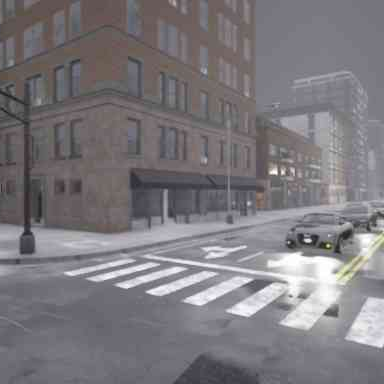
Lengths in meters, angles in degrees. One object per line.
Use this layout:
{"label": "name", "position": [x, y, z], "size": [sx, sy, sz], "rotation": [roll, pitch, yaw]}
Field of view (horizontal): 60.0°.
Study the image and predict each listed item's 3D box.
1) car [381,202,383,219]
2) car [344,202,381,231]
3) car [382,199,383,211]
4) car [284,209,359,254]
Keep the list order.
{"label": "car", "position": [16.391, 1.606, 29.454], "size": [2.033, 1.411, 5.357], "rotation": [0, 0, 36]}
{"label": "car", "position": [10.473, 1.548, 21.061], "size": [1.837, 1.490, 4.892], "rotation": [0, 0, 35]}
{"label": "car", "position": [25.067, 1.617, 41.631], "size": [1.812, 1.442, 4.674], "rotation": [0, -1, 35]}
{"label": "car", "position": [5.387, 1.597, 13.836], "size": [1.994, 1.385, 4.181], "rotation": [0, 0, 35]}
